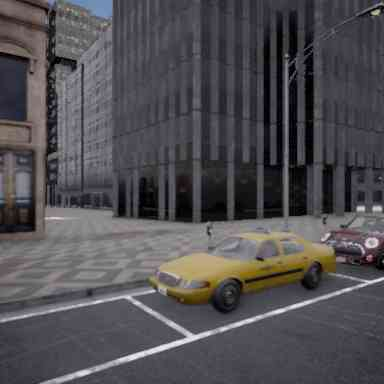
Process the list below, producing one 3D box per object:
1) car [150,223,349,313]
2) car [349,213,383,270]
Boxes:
[{"bbox_3d":[1.407,1.529,7.653,4.829,1.417,1.752,0,0,-36],"label":"car"},{"bbox_3d":[6.012,1.448,10.939,4.097,1.590,1.967,0,0,-36],"label":"car"}]
